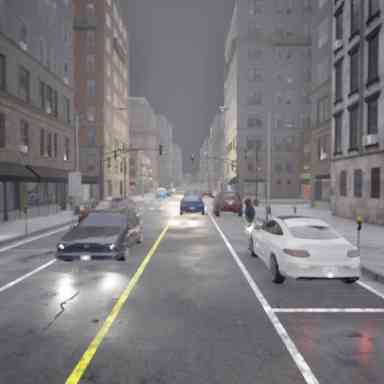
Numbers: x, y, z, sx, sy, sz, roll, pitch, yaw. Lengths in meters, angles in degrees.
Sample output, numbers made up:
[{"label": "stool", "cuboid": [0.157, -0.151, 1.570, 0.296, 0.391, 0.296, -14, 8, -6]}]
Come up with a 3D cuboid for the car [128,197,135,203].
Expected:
[{"label": "car", "cuboid": [-5.369, 1.078, 25.420, 1.947, 1.339, 4.313, 0, 1, 0]}]

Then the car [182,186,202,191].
[{"label": "car", "cuboid": [0.053, 0.413, 48.804, 2.097, 1.767, 4.553, 0, 1, 3]}]

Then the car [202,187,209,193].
[{"label": "car", "cuboid": [2.751, 0.107, 62.774, 2.192, 1.841, 5.009, 0, 1, 0]}]

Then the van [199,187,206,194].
[{"label": "van", "cuboid": [2.746, -0.390, 89.801, 1.690, 1.788, 3.998, 0, 1, 0]}]

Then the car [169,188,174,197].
[{"label": "car", "cuboid": [-5.354, 0.253, 68.189, 1.947, 1.339, 4.313, 0, 1, 0]}]

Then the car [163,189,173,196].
[{"label": "car", "cuboid": [-5.349, 0.128, 73.594, 1.887, 1.381, 4.507, 0, 1, 0]}]

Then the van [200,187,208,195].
[{"label": "van", "cuboid": [2.748, -0.180, 78.990, 1.690, 1.788, 3.998, 0, 1, 0]}]

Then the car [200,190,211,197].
[{"label": "car", "cuboid": [2.750, 0.238, 68.184, 2.008, 1.369, 4.403, 0, 1, 0]}]

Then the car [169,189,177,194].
[{"label": "car", "cuboid": [-5.327, -0.285, 95.215, 2.008, 1.369, 4.403, 0, 1, 0]}]

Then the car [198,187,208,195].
[{"label": "car", "cuboid": [2.747, -0.311, 84.395, 2.192, 1.841, 5.009, 0, 1, 0]}]

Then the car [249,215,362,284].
[{"label": "car", "cuboid": [2.757, 1.354, 8.932, 1.812, 1.442, 4.674, 0, 1, 0]}]

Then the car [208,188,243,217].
[{"label": "car", "cuboid": [2.656, 0.827, 25.410, 2.192, 1.841, 5.009, 0, 1, 0]}]

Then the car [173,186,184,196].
[{"label": "car", "cuboid": [-2.695, -0.056, 73.296, 2.097, 1.767, 4.553, 0, 1, 0]}]

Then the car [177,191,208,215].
[{"label": "car", "cuboid": [0.015, 0.968, 26.564, 1.882, 1.535, 5.008, 0, 1, 0]}]

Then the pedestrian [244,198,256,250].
[{"label": "pedestrian", "cuboid": [2.007, 1.071, 11.576, 0.375, 1.860, 0.375, 0, 1, -14]}]

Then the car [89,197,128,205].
[{"label": "car", "cuboid": [-5.373, 1.163, 19.910, 1.887, 1.381, 4.507, 0, 1, 0]}]

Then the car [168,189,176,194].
[{"label": "car", "cuboid": [-5.333, -0.202, 89.640, 1.752, 1.417, 4.829, 0, 1, 0]}]

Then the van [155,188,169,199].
[{"label": "van", "cuboid": [-5.365, 0.238, 57.374, 1.690, 1.788, 3.998, 0, 1, 0]}]

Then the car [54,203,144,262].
[{"label": "car", "cuboid": [-2.839, 1.325, 11.526, 2.033, 1.411, 5.357, 0, 1, 0]}]
